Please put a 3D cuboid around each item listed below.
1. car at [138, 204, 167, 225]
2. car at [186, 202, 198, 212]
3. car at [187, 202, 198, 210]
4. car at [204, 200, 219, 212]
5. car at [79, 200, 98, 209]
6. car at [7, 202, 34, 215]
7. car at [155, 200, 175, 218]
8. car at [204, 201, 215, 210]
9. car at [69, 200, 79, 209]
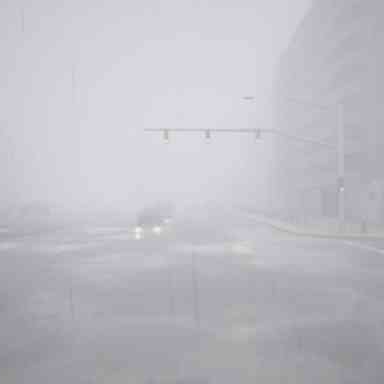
[{"bbox_3d":[-3.584,2.084,29.675,1.882,1.535,5.008,0,-1,0],"label":"car"},{"bbox_3d":[0.013,2.699,58.360,1.812,1.442,4.674,0,-1,0],"label":"car"},{"bbox_3d":[0.015,2.835,67.335,2.128,1.511,4.902,0,-1,0],"label":"car"},{"bbox_3d":[3.513,2.383,57.795,2.150,2.045,5.566,0,-1,0],"label":"car"},{"bbox_3d":[-21.033,2.533,68.723,1.932,1.855,4.605,0,-1,0],"label":"car"},{"bbox_3d":[-26.699,2.432,51.330,1.970,1.475,3.806,0,-1,0],"label":"car"},{"bbox_3d":[-3.580,2.038,40.315,2.150,2.045,5.566,0,-1,0],"label":"car"},{"bbox_3d":[3.515,2.711,67.306,2.097,1.767,4.553,0,-1,0],"label":"car"},{"bbox_3d":[-23.927,2.537,68.788,1.905,1.878,3.866,0,-1,0],"label":"car"}]
